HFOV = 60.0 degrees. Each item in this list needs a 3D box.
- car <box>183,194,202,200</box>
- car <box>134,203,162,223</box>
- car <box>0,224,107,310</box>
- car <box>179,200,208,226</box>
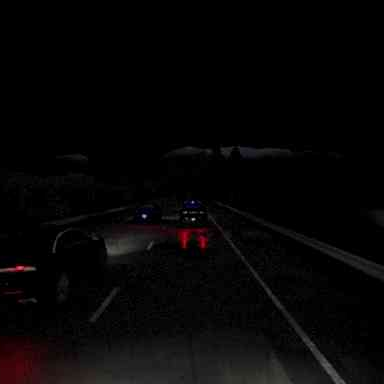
[{"bbox_3d":[0.083,1.303,40.593,2.150,2.045,5.566,0,0,0],"label":"car"},{"bbox_3d":[-3.406,1.577,26.106,1.812,1.442,4.674,0,0,0],"label":"car"},{"bbox_3d":[-3.402,1.507,7.822,2.128,1.511,4.902,0,0,0],"label":"car"},{"bbox_3d":[0.096,1.538,23.494,2.128,1.511,4.902,0,0,0],"label":"car"}]
